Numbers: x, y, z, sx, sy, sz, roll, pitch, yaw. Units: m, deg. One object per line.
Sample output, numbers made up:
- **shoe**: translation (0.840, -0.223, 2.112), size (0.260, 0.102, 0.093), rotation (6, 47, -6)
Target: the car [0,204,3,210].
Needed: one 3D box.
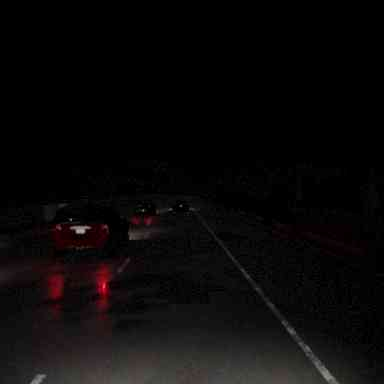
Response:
- **car**: translation (-22.390, 1.607, 35.492), size (2.033, 1.411, 5.357), rotation (0, 0, -2)

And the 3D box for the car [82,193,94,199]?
- **car**: translation (-19.984, 1.532, 67.210), size (1.882, 1.535, 5.008), rotation (0, 0, -2)

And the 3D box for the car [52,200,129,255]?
- **car**: translation (-3.875, 1.363, 13.479), size (2.097, 1.767, 4.553), rotation (0, 0, -2)

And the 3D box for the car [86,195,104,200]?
- **car**: translation (-16.135, 1.645, 56.898), size (1.895, 1.301, 4.718), rotation (0, 0, -2)

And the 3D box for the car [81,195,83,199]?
- **car**: translation (-23.836, 1.290, 76.487), size (2.150, 2.045, 5.566), rotation (0, 0, -2)

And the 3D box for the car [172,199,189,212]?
- **car**: translation (-1.335, 1.570, 39.661), size (1.994, 1.385, 4.181), rotation (0, 0, -2)

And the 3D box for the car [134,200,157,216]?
- **car**: translation (-4.601, 1.505, 33.346), size (2.128, 1.511, 4.902), rotation (0, 0, -2)
